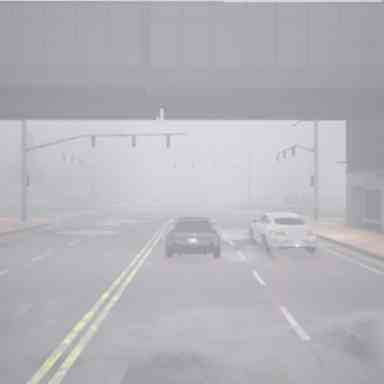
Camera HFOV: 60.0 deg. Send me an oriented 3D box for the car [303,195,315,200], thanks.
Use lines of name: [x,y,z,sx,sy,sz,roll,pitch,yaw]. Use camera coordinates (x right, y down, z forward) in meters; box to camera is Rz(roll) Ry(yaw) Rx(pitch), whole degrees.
car: [30.774,1.417,87.752,1.784,1.438,3.905,0,0,0]

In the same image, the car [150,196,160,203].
car: [-8.046,1.597,72.354,1.994,1.385,4.181,0,0,0]

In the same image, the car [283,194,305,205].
car: [16.622,1.187,55.190,1.932,1.855,4.605,0,0,0]

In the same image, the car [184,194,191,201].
car: [-1.133,1.645,84.761,1.895,1.301,4.718,0,0,0]

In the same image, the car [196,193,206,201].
car: [2.367,1.275,84.788,2.150,2.045,5.566,0,0,0]

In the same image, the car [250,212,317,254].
car: [3.549,1.534,13.465,1.812,1.442,4.674,0,0,0]

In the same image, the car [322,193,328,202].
car: [33.457,1.206,87.812,1.932,1.855,4.605,0,0,0]

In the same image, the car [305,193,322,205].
car: [19.517,1.190,55.145,1.905,1.878,3.866,0,0,0]

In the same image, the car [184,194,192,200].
car: [-1.196,1.408,93.831,2.128,1.511,4.902,0,0,0]

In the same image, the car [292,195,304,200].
car: [27.879,1.449,87.743,1.970,1.475,3.806,0,0,0]

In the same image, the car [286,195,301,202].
car: [22.162,1.439,72.621,1.970,1.475,3.806,0,0,0]

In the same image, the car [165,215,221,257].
car: [0.046,1.573,13.000,1.994,1.385,4.181,0,0,0]

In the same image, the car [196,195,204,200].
car: [2.304,1.436,93.856,1.994,1.385,4.181,0,0,0]
